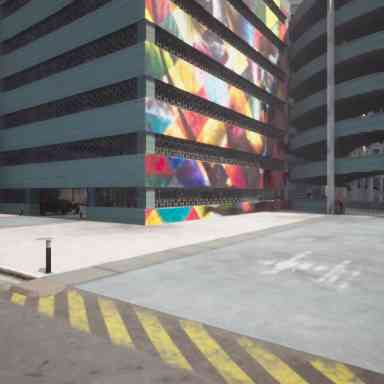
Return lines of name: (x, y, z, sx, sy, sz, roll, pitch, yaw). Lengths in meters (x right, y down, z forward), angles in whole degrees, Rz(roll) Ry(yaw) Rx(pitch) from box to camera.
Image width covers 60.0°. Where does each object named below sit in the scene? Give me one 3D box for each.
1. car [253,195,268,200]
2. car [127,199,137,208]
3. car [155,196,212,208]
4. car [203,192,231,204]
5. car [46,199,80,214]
car: (18.588, 1.481, 90.391, 4.892, 1.521, 2.231, 0, 0, 36)
car: (-6.083, 1.463, 42.305, 4.718, 1.301, 1.895, 0, 0, 36)
car: (-0.974, 1.320, 29.317, 4.674, 1.452, 2.002, 0, 0, 36)
car: (4.147, 1.028, 57.740, 5.566, 2.045, 2.435, 0, 0, 36)
car: (-13.256, 1.413, 33.178, 4.786, 1.482, 2.161, 0, 0, 36)
